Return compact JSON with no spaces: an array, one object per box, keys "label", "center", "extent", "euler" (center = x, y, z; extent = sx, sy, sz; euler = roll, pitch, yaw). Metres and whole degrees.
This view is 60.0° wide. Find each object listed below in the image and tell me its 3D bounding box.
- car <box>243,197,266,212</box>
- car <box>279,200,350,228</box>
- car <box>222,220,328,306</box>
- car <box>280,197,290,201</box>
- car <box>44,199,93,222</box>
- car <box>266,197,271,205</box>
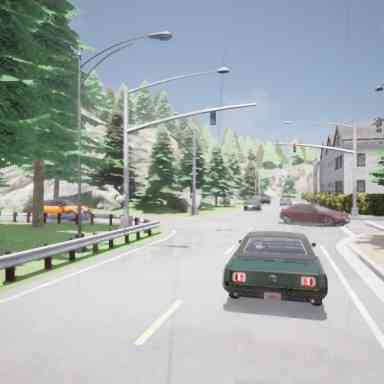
[{"label":"car","center":[7.272,1.491,39.910],"extent":[2.128,1.511,4.902],"euler":[0,0,16]},{"label":"car","center":[8.161,1.537,22.594],"extent":[1.812,1.442,4.674],"euler":[-1,1,-44]},{"label":"car","center":[2.059,1.601,8.143],"extent":[1.895,1.301,4.718],"euler":[0,0,16]},{"label":"car","center":[15.265,1.547,54.431],"extent":[2.033,1.411,5.357],"euler":[0,0,16]},{"label":"car","center":[-10.266,1.367,26.566],"extent":[4.553,1.767,2.097],"euler":[0,0,16]},{"label":"car","center":[13.309,1.601,60.797],"extent":[1.895,1.301,4.718],"euler":[0,0,16]}]
